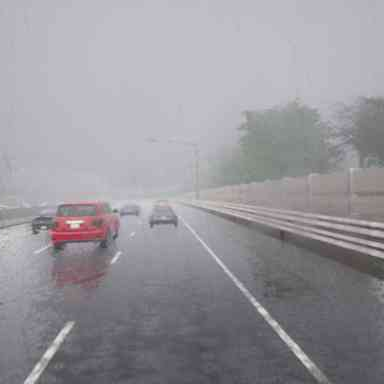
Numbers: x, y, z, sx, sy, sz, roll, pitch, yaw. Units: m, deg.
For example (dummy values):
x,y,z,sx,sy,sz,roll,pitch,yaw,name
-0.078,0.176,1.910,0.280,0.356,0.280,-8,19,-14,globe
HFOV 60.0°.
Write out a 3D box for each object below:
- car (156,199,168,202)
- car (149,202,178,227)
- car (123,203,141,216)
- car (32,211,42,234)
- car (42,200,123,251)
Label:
x,y,z,sx,sy,sz,roll,pitch,yaw,name
-3.928,1.709,43.351,2.097,1.767,4.553,-2,-1,-5,car
-2.095,1.716,24.302,1.994,1.385,4.181,-2,0,-5,car
-6.811,1.943,36.912,1.994,1.385,4.181,-2,-1,-5,car
-8.880,1.842,21.836,1.837,1.490,4.892,-2,0,-5,car
-4.764,1.416,15.483,2.150,2.045,5.566,-2,0,-5,car
